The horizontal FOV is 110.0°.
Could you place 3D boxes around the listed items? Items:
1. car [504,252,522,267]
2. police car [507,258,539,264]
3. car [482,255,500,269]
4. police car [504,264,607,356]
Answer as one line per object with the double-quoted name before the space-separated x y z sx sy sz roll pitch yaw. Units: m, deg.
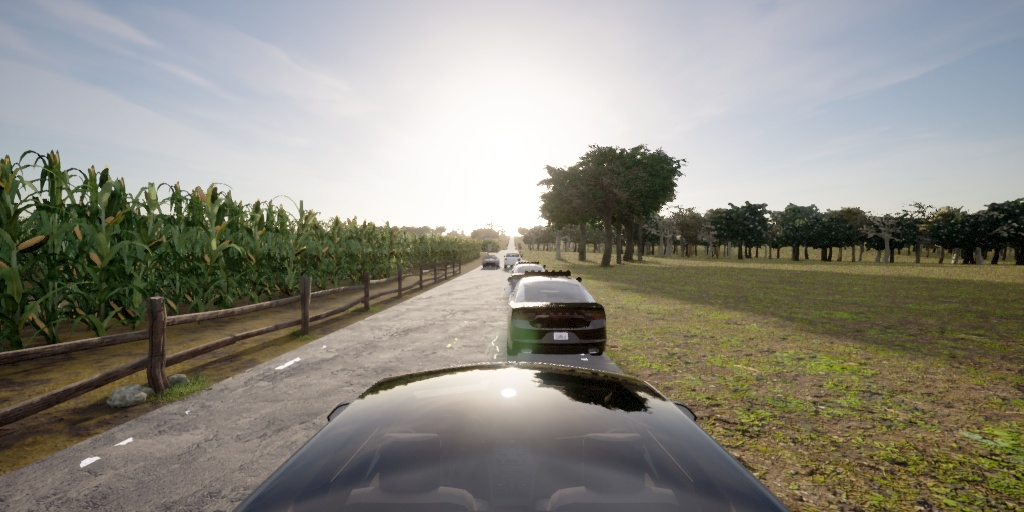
"car" 0.129 0.527 46.119 2.150 2.045 5.566 0 1 1
"police car" 0.865 1.090 18.722 1.930 1.638 5.238 0 0 0
"car" -2.647 0.667 45.692 2.097 1.767 4.553 0 1 0
"police car" 0.843 1.154 8.721 1.930 1.638 5.238 0 0 0
